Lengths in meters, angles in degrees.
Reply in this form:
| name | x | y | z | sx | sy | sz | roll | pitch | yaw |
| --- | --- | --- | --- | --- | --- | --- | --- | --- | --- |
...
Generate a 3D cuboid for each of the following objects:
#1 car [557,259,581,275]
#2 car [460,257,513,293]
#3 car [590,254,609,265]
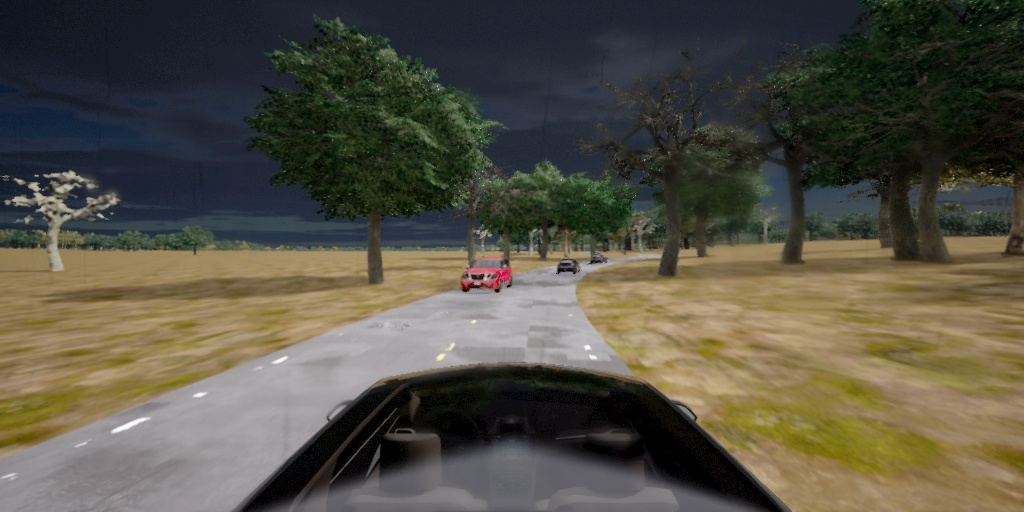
| name | x | y | z | sx | sy | sz | roll | pitch | yaw |
| --- | --- | --- | --- | --- | --- | --- | --- | --- | --- |
| car | 5.791 | 1.024 | 36.279 | 1.837 | 1.490 | 4.892 | 0 | 1 | 18 |
| car | -1.339 | 1.061 | 21.331 | 2.150 | 2.045 | 5.566 | 0 | 0 | 10 |
| car | 12.876 | 0.476 | 52.817 | 1.837 | 1.490 | 4.892 | 0 | 1 | 27 |
